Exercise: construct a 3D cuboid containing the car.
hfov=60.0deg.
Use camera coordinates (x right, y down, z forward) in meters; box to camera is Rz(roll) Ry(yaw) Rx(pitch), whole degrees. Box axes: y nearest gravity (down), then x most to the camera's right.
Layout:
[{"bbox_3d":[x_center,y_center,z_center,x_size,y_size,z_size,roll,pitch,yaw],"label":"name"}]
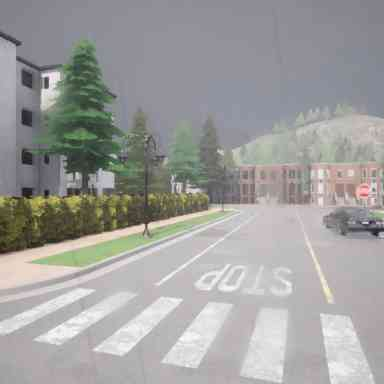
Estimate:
[{"bbox_3d":[8.789,1.537,18.527,2.033,1.411,5.357,0,0,9],"label":"car"}]
